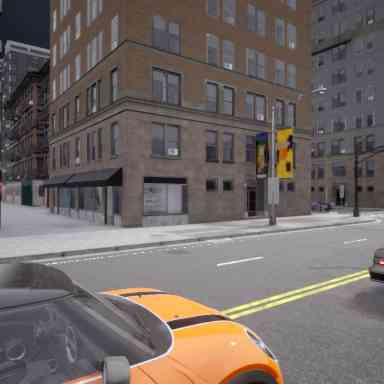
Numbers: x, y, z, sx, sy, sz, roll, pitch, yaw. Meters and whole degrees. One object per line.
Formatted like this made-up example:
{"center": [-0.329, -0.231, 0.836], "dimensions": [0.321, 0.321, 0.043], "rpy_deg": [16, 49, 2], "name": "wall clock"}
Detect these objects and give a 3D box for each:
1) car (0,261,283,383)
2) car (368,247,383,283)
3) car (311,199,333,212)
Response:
{"center": [-1.369, 1.352, 2.427], "dimensions": [4.553, 1.767, 2.097], "rpy_deg": [0, 0, -37], "name": "car"}
{"center": [6.433, 1.549, 8.230], "dimensions": [5.357, 1.411, 2.033], "rpy_deg": [0, 0, -37], "name": "car"}
{"center": [13.985, 1.551, 38.380], "dimensions": [1.994, 1.385, 4.181], "rpy_deg": [0, 0, -37], "name": "car"}
